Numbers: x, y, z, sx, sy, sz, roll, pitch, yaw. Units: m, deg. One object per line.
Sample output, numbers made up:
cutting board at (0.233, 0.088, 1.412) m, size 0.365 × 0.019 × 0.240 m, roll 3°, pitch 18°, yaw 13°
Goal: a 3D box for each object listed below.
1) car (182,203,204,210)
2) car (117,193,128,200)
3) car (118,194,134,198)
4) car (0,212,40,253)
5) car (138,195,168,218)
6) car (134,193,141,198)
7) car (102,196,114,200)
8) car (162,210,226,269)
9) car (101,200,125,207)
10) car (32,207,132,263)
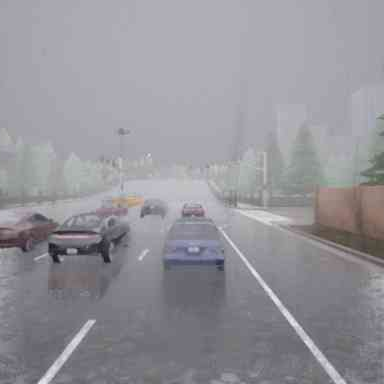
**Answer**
car at (0.083, 1.632, 29.576) m, size 1.895 × 1.301 × 4.718 m, roll 0°, pitch 0°, yaw 0°
car at (-17.613, 1.108, 84.949) m, size 1.895 × 1.301 × 4.718 m, roll 0°, pitch 3°, yaw 0°
car at (-14.028, 1.417, 69.497) m, size 2.097 × 1.767 × 4.553 m, roll 0°, pitch 0°, yaw 0°
car at (-6.924, 1.540, 13.692) m, size 1.812 × 1.442 × 4.674 m, roll 0°, pitch 0°, yaw 0°
car at (-3.415, 1.384, 30.958) m, size 2.097 × 1.767 × 4.553 m, roll 0°, pitch 0°, yaw 0°
car at (-14.114, 0.989, 84.991) m, size 1.882 × 1.535 × 5.008 m, roll 0°, pitch 3°, yaw 0°
car at (-17.528, 1.587, 69.450) m, size 2.128 × 1.511 × 4.902 m, roll 0°, pitch 0°, yaw 0°
car at (0.064, 1.559, 11.196) m, size 2.033 × 1.411 × 5.357 m, roll 0°, pitch 0°, yaw 0°
car at (-6.917, 1.632, 29.577) m, size 1.895 × 1.301 × 4.718 m, roll 0°, pitch 0°, yaw 0°
car at (-3.431, 1.503, 11.974) m, size 2.128 × 1.511 × 4.902 m, roll 0°, pitch 0°, yaw 0°
